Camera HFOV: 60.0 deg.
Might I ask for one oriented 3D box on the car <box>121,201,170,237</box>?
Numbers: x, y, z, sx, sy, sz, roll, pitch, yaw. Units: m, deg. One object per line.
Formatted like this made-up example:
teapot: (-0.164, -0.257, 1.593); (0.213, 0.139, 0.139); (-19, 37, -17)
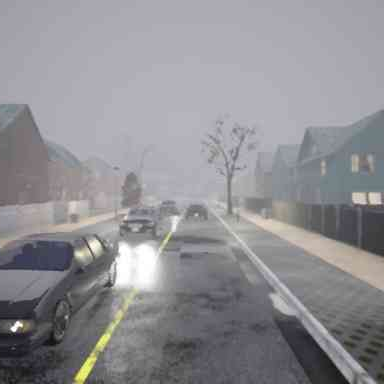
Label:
car: (-2.631, 1.496, 18.056); (2.128, 1.511, 4.902); (0, 0, 1)

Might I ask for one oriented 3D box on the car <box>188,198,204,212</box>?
car: (0.535, 1.552, 41.525); (1.882, 1.535, 5.008); (0, 0, 1)

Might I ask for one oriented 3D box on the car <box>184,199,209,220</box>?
car: (0.391, 1.544, 28.565); (1.837, 1.490, 4.892); (0, 0, 1)

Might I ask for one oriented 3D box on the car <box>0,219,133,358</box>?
car: (-2.782, 1.541, 6.611); (2.033, 1.411, 5.357); (0, 0, 1)

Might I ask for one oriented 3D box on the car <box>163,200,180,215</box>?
car: (-2.346, 1.559, 34.135); (1.837, 1.490, 4.892); (0, -1, 1)
